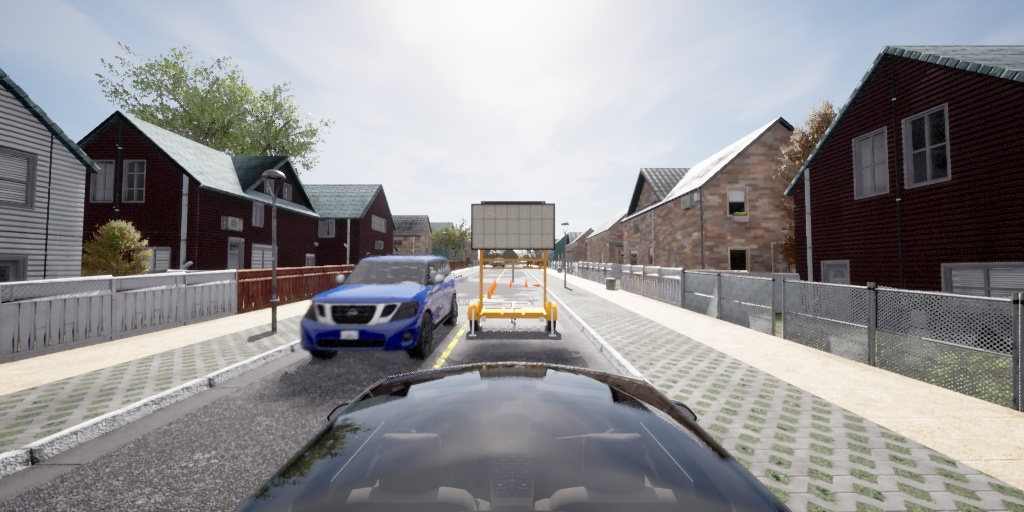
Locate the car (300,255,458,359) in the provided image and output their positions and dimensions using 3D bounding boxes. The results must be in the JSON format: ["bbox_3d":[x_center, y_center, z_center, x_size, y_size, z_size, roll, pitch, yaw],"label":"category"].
[{"bbox_3d":[-2.718,0.980,8.790,2.150,2.045,5.566,0,0,0],"label":"car"}]

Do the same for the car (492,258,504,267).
[{"bbox_3d":[-2.492,1.322,65.254,2.150,2.045,5.566,0,-1,0],"label":"car"}]

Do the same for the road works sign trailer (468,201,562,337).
[{"bbox_3d":[0.034,0.226,10.362,2.380,3.560,2.880,0,0,1],"label":"road works sign trailer"}]
